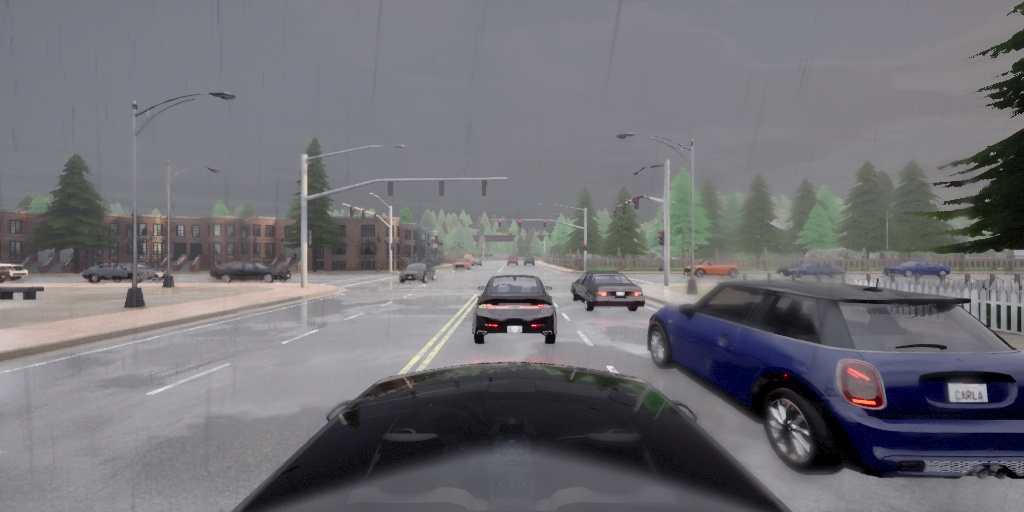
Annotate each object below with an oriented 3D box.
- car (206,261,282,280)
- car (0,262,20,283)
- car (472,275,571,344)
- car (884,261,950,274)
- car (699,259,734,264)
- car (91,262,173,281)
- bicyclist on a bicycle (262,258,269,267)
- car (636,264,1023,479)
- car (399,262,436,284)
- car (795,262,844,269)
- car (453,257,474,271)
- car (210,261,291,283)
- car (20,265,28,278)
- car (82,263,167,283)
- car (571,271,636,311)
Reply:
[{"bbox_3d":[-22.820,1.228,30.656,5.008,1.535,1.882,0,0,-1],"label":"car"},{"bbox_3d":[-39.175,1.228,25.224,5.008,1.535,1.882,0,0,-18],"label":"car"},{"bbox_3d":[0.076,1.242,9.549,2.128,1.511,4.902,0,0,1],"label":"car"},{"bbox_3d":[38.167,1.228,33.901,5.008,1.535,1.882,0,0,0],"label":"car"},{"bbox_3d":[18.764,1.102,33.963,4.553,1.767,2.097,0,0,0],"label":"car"},{"bbox_3d":[-31.917,1.276,30.224,4.674,1.442,1.812,0,0,-7],"label":"car"},{"bbox_3d":[-28.748,1.053,41.670,0.582,1.620,1.656,0,0,-1],"label":"bicyclist on a bicycle"},{"bbox_3d":[3.607,1.102,4.958,2.097,1.767,4.553,0,0,0],"label":"car"},{"bbox_3d":[-7.053,1.255,27.166,1.837,1.490,4.892,0,0,0],"label":"car"},{"bbox_3d":[28.289,1.297,33.933,5.357,1.411,2.033,0,0,1],"label":"car"},{"bbox_3d":[-7.009,1.102,50.387,2.097,1.767,4.553,0,0,0],"label":"car"},{"bbox_3d":[-19.510,1.228,27.219,5.008,1.535,1.882,0,0,-1],"label":"car"},{"bbox_3d":[-42.179,0.971,27.894,5.566,2.045,2.150,0,0,-21],"label":"car"},{"bbox_3d":[-29.007,1.241,26.946,4.902,1.511,2.128,0,0,-4],"label":"car"},{"bbox_3d":[3.606,1.297,14.376,2.033,1.411,5.357,0,0,0],"label":"car"}]
